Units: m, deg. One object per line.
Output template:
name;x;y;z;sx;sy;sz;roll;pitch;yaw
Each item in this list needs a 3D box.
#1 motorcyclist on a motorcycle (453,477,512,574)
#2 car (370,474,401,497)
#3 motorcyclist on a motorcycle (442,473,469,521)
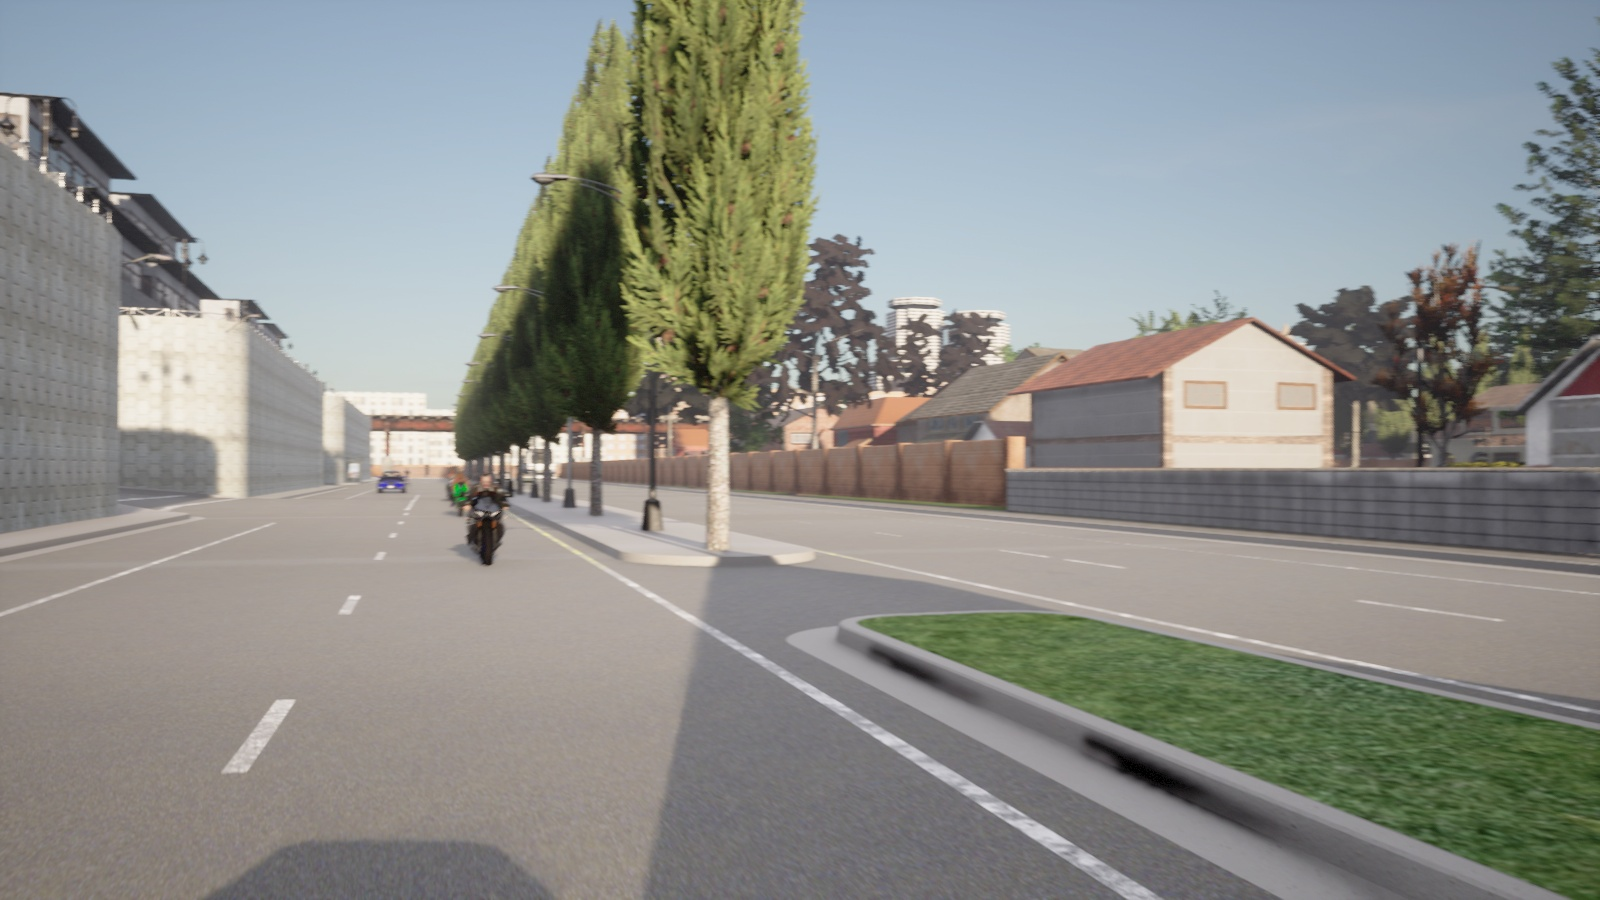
motorcyclist on a motorcycle;-5.348;1.219;21.061;0.866;1.530;2.191;0;-1;-16
car;-27.335;2.326;82.968;1.816;1.474;4.193;0;-1;-16
motorcyclist on a motorcycle;-11.310;1.526;41.190;0.797;1.523;2.044;0;-1;-16
